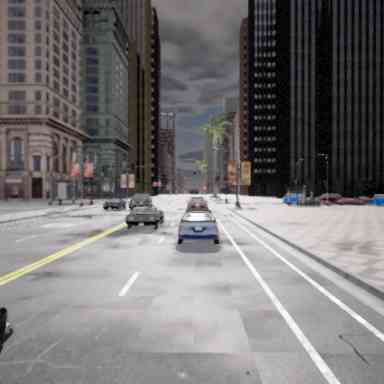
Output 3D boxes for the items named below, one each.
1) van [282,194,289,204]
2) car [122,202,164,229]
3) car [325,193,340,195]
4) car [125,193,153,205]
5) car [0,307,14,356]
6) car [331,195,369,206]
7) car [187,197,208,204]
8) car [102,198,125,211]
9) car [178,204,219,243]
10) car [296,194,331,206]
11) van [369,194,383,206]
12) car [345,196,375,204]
[{"bbox_3d":[17.873,1.194,58.110,3.998,1.788,1.690,0,0,1],"label":"van"},{"bbox_3d":[-2.863,1.557,21.270,1.895,1.301,4.718,0,0,1],"label":"car"},{"bbox_3d":[23.550,1.163,58.032,5.009,1.841,2.192,0,0,1],"label":"car"},{"bbox_3d":[-5.988,1.144,39.435,2.150,2.045,5.566,0,0,1],"label":"car"},{"bbox_3d":[-3.134,1.597,1.936,1.895,1.301,4.718,0,0,1],"label":"car"},{"bbox_3d":[23.435,1.471,49.509,4.206,1.307,1.802,0,0,1],"label":"car"},{"bbox_3d":[0.559,1.283,33.434,2.097,1.767,4.553,0,0,1],"label":"car"},{"bbox_3d":[-9.223,1.468,40.153,2.033,1.411,5.357,0,0,1],"label":"car"},{"bbox_3d":[0.311,1.514,15.877,2.033,1.411,5.357,0,0,1],"label":"car"},{"bbox_3d":[17.758,1.445,49.587,4.403,1.369,2.008,0,0,1],"label":"car"},{"bbox_3d":[29.113,1.226,49.430,3.998,1.788,1.690,0,0,1],"label":"van"},{"bbox_3d":[29.228,1.425,57.955,4.206,1.307,1.802,0,0,1],"label":"car"}]
